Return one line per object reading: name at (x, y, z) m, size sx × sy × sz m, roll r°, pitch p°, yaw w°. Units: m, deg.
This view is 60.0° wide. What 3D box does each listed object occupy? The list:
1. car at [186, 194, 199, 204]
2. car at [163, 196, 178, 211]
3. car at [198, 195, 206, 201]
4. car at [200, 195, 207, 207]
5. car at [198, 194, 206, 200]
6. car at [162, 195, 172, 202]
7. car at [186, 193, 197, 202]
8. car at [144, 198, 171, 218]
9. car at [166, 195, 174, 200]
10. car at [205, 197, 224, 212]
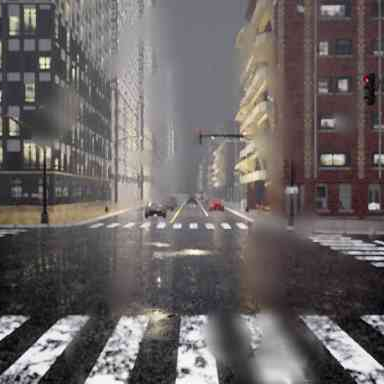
car at (-0.070, 1.486, 60.039) m, size 1.812 × 1.442 × 4.674 m, roll 0°, pitch 0°, yaw 0°
car at (-3.129, 1.533, 39.723) m, size 1.994 × 1.385 × 4.181 m, roll 0°, pitch 0°, yaw 1°
car at (2.592, 1.539, 84.252) m, size 1.802 × 1.307 × 4.206 m, roll 0°, pitch 0°, yaw 0°
car at (2.632, 1.515, 50.361) m, size 2.008 × 1.369 × 4.403 m, roll 0°, pitch 0°, yaw 0°
car at (2.585, 1.397, 89.901) m, size 1.967 × 1.590 × 4.097 m, roll 0°, pitch 0°, yaw 0°
car at (-5.782, 1.508, 78.593) m, size 2.008 × 1.369 × 4.403 m, roll 0°, pitch 0°, yaw 0°
car at (-0.081, 1.145, 70.011) m, size 2.097 × 1.767 × 4.553 m, roll 0°, pitch 0°, yaw 0°
car at (-3.153, 1.522, 29.704) m, size 2.033 × 1.411 × 5.357 m, roll 0°, pitch 0°, yaw -4°
car at (-5.796, 1.502, 89.891) m, size 1.887 × 1.381 × 4.507 m, roll 0°, pitch 0°, yaw 0°
car at (2.698, 1.552, 37.444) m, size 1.802 × 1.307 × 4.206 m, roll 0°, pitch 0°, yaw 0°
